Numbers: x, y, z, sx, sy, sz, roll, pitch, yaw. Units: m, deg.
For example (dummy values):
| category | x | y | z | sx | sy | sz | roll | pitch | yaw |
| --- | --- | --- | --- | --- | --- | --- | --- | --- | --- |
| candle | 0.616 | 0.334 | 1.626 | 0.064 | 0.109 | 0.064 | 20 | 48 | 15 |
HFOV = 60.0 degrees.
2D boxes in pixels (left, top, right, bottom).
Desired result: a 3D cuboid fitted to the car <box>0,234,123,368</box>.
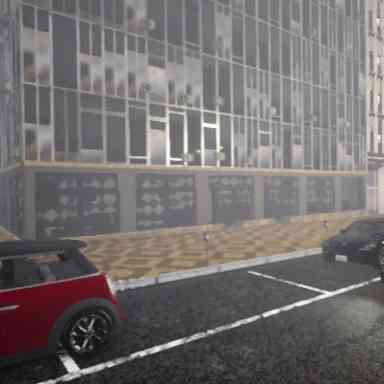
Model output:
| category | x | y | z | sx | sy | sz | roll | pitch | yaw |
| --- | --- | --- | --- | --- | --- | --- | --- | --- | --- |
| car | -3.104 | 1.441 | 4.321 | 4.097 | 1.590 | 1.967 | 0 | -1 | -35 |

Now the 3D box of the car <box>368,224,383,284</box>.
| category | x | y | z | sx | sy | sz | roll | pitch | yaw |
| --- | --- | --- | --- | --- | --- | --- | --- | --- | --- |
| car | 6.307 | 1.502 | 7.800 | 4.674 | 1.442 | 1.812 | 0 | 0 | -35 |

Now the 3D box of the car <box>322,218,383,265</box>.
| category | x | y | z | sx | sy | sz | roll | pitch | yaw |
| --- | --- | --- | --- | --- | --- | --- | --- | --- | --- |
| car | 6.086 | 1.539 | 10.877 | 4.313 | 1.339 | 1.947 | 0 | -1 | -35 |
